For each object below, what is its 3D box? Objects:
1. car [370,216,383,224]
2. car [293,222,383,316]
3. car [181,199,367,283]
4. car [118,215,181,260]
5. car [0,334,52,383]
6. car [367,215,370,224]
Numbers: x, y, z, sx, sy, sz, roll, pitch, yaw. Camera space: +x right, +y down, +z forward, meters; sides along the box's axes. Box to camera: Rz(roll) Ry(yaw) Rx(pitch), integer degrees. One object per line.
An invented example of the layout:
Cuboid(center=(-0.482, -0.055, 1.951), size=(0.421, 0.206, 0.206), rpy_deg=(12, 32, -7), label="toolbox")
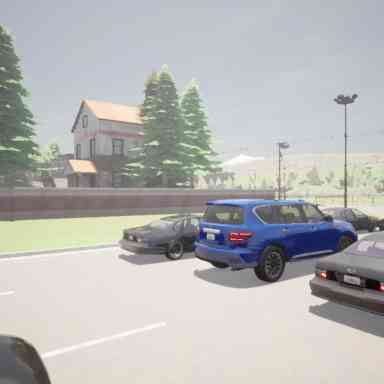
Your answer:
Cuboid(center=(10.671, 1.505, 15.665), size=(4.892, 1.490, 1.837), rpy_deg=(0, 0, -35), label="car")
Cuboid(center=(4.765, 1.547, 7.152), size=(5.357, 1.411, 2.033), rpy_deg=(0, 0, -36), label="car")
Cuboid(center=(2.660, 1.221, 9.952), size=(5.566, 2.045, 2.150), rpy_deg=(0, 0, -35), label="car")
Cuboid(center=(0.039, 1.547, 12.377), size=(5.357, 1.411, 2.033), rpy_deg=(0, 0, -35), label="car")
Cuboid(center=(-2.914, 1.564, 1.797), size=(4.181, 1.385, 1.994), rpy_deg=(0, 0, -34), label="car")
Cuboid(center=(8.233, 1.547, 18.224), size=(5.357, 1.411, 2.033), rpy_deg=(0, 0, -36), label="car")
